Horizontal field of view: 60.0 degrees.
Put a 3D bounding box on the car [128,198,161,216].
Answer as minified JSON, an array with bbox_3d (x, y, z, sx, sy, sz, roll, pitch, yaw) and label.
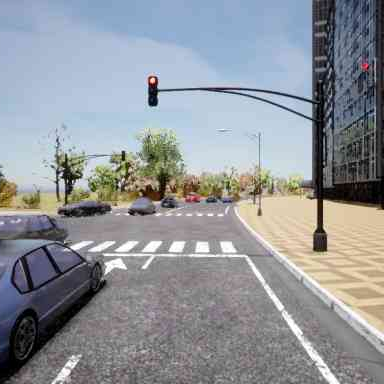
[{"bbox_3d":[-4.832,1.546,33.105,2.033,1.411,5.357,0,0,6],"label":"car"}]

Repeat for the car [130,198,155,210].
[{"bbox_3d":[-6.688,1.546,45.413,2.033,1.411,5.357,0,0,7],"label":"car"}]

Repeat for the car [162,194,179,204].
[{"bbox_3d":[-3.961,1.356,62.800,2.097,1.767,4.553,0,0,10],"label":"car"}]

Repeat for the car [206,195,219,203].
[{"bbox_3d":[4.214,1.559,70.807,1.994,1.385,4.181,0,0,12],"label":"car"}]

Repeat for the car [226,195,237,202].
[{"bbox_3d":[9.646,1.545,80.386,2.128,1.511,4.902,0,0,14],"label":"car"}]

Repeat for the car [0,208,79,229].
[{"bbox_3d":[-6.288,1.546,12.183,2.033,1.411,5.357,0,0,2],"label":"car"}]

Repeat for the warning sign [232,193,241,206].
[{"bbox_3d":[6.476,1.122,48.236,1.300,1.860,1.060,0,0,8],"label":"warning sign"}]

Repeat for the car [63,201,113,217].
[{"bbox_3d":[-10.064,1.544,31.874,2.033,1.411,5.357,0,0,32],"label":"car"}]

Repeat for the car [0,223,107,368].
[{"bbox_3d":[-3.035,1.547,5.698,2.033,1.411,5.357,0,0,1],"label":"car"}]

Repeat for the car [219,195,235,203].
[{"bbox_3d":[7.492,1.561,70.085,2.033,1.411,5.357,0,0,12],"label":"car"}]

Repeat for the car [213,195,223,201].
[{"bbox_3d":[6.336,1.392,80.514,1.812,1.442,4.674,0,0,14],"label":"car"}]

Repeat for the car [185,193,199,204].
[{"bbox_3d":[0.082,1.232,66.739,2.150,2.045,5.566,0,0,11],"label":"car"}]

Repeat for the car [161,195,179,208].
[{"bbox_3d":[-3.169,1.507,47.100,1.837,1.490,4.892,0,0,8],"label":"car"}]
